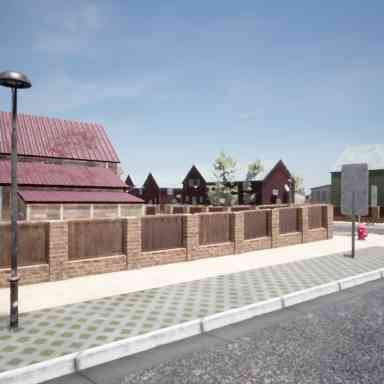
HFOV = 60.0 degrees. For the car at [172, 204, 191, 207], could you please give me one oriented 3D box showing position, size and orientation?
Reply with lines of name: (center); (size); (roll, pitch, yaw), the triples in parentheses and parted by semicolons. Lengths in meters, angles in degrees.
car: (-0.738, 2.090, 34.765); (2.097, 1.767, 4.553); (1, -3, -36)
